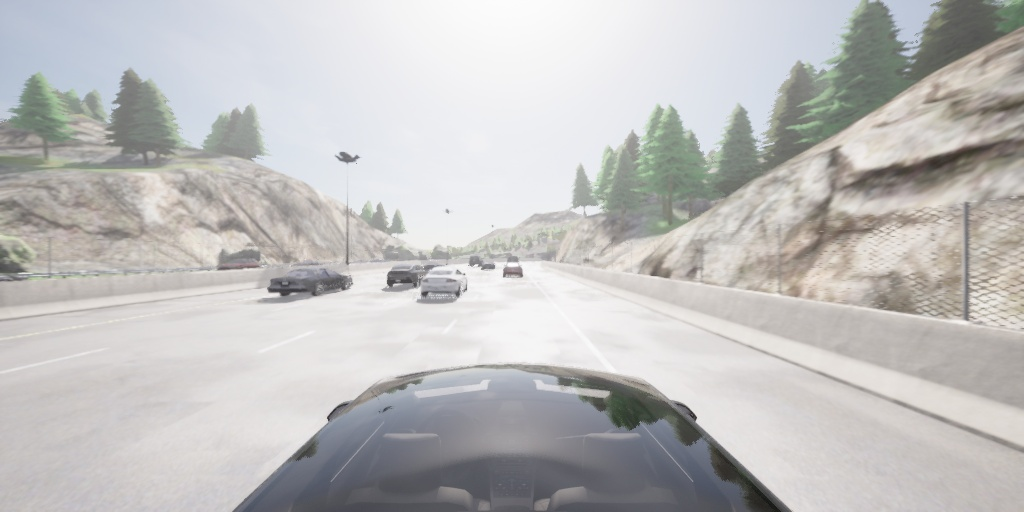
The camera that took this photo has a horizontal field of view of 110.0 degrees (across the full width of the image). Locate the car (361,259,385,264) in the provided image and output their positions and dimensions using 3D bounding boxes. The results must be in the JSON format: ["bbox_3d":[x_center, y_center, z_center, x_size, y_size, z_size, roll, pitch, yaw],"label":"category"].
[{"bbox_3d":[-21.029,1.260,55.551,1.882,1.535,5.008,0,0,0],"label":"car"}]

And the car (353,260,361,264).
[{"bbox_3d":[-24.531,1.339,57.904,1.994,1.385,4.181,0,0,1],"label":"car"}]

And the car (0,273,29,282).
[{"bbox_3d":[-21.098,1.353,13.738,1.895,1.301,4.718,0,0,0],"label":"car"}]

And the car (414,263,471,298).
[{"bbox_3d":[-3.406,1.280,18.511,1.812,1.442,4.674,0,0,0],"label":"car"}]

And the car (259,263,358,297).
[{"bbox_3d":[-10.402,1.301,18.972,2.033,1.411,5.357,0,0,0],"label":"car"}]

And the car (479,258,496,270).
[{"bbox_3d":[-3.411,1.365,53.433,1.895,1.301,4.718,0,0,0],"label":"car"}]

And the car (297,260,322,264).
[{"bbox_3d":[-28.058,1.253,49.361,2.128,1.511,4.902,0,0,1],"label":"car"}]

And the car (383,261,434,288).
[{"bbox_3d":[-6.909,1.260,24.134,1.837,1.490,4.892,0,0,0],"label":"car"}]

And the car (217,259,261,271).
[{"bbox_3d":[-31.572,1.111,41.585,2.097,1.767,4.553,0,0,0],"label":"car"}]

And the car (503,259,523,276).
[{"bbox_3d":[0.087,1.323,36.674,1.994,1.385,4.181,0,0,0],"label":"car"}]

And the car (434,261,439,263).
[{"bbox_3d":[-10.412,1.363,48.203,1.895,1.301,4.718,0,0,0],"label":"car"}]
